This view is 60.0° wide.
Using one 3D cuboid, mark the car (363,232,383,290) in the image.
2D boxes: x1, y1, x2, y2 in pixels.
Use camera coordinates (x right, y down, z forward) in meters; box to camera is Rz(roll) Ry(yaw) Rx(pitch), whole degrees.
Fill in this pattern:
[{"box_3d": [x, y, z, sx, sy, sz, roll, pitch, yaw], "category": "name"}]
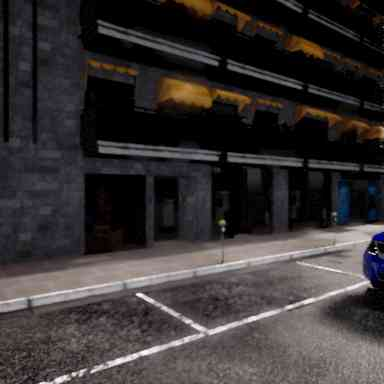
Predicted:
[{"box_3d": [6.349, 1.197, 7.896, 5.566, 2.045, 2.150, 0, 0, -35], "category": "car"}]
